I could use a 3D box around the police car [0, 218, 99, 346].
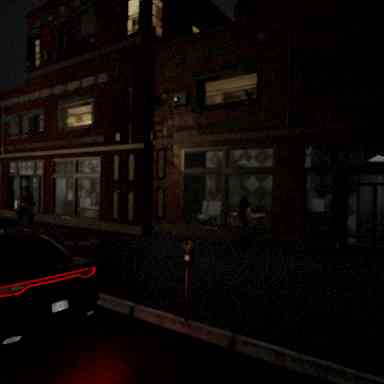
[{"bbox_3d":[-3.901,1.312,6.070,5.238,1.638,1.930,1,1,36],"label":"police car"}]
